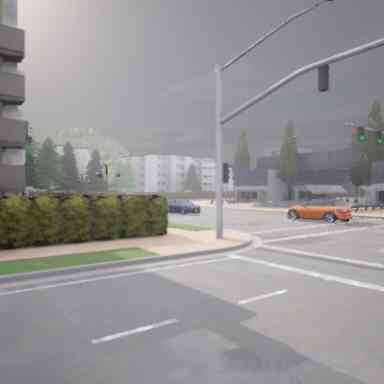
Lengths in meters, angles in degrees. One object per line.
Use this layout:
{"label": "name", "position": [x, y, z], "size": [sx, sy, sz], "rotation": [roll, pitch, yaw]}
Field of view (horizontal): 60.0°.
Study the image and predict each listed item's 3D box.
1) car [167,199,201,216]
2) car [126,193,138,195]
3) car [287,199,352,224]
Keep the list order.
{"label": "car", "position": [-1.045, 1.444, 32.731], "size": [1.882, 1.535, 5.008], "rotation": [0, 0, -35]}
{"label": "car", "position": [-10.144, 1.178, 56.053], "size": [2.150, 2.045, 5.566], "rotation": [0, 0, -5]}
{"label": "car", "position": [9.422, 1.311, 24.941], "size": [2.097, 1.767, 4.553], "rotation": [0, 0, -36]}
